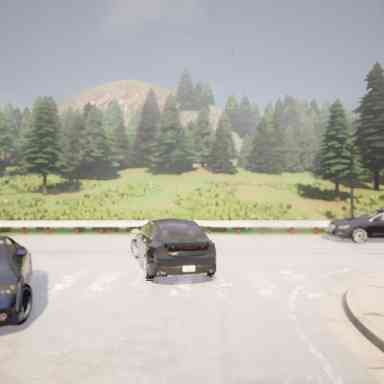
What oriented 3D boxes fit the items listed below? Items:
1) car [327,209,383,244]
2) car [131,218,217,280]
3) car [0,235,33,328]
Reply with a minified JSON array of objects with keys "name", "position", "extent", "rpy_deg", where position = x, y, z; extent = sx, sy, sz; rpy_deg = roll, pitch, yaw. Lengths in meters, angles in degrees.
[{"name":"car","position":[9.005,1.577,15.781],"extent":[4.902,1.511,2.128],"rpy_deg":[0,0,0]},{"name":"car","position":[-0.705,1.563,10.254],"extent":[1.837,1.490,4.892],"rpy_deg":[1,0,-15]},{"name":"car","position":[-4.318,1.600,6.610],"extent":[1.994,1.385,4.181],"rpy_deg":[0,0,-23]}]
